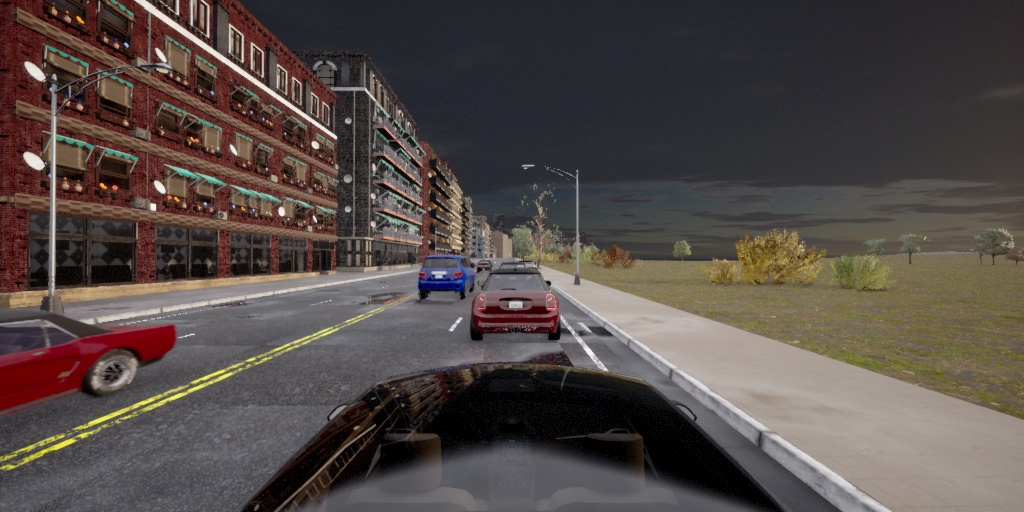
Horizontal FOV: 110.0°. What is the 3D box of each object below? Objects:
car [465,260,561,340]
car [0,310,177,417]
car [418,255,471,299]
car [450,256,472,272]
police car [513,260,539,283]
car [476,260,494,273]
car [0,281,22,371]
[{"bbox_3d":[0.075,1.103,10.091,2.097,1.767,4.553,0,0,0],"label":"car"},{"bbox_3d":[-6.607,1.351,3.803,1.895,1.301,4.718,0,0,0],"label":"car"},{"bbox_3d":[-3.186,0.974,18.310,2.150,2.045,5.566,0,0,0],"label":"car"},{"bbox_3d":[-6.696,0.974,47.405,2.150,2.045,5.566,0,0,0],"label":"car"},{"bbox_3d":[1.078,1.179,29.359,1.930,1.638,5.238,0,0,0],"label":"police car"},{"bbox_3d":[-3.240,1.257,43.569,1.837,1.490,4.892,0,0,0],"label":"car"},{"bbox_3d":[-9.855,1.228,4.025,1.882,1.535,5.008,0,0,0],"label":"car"}]
